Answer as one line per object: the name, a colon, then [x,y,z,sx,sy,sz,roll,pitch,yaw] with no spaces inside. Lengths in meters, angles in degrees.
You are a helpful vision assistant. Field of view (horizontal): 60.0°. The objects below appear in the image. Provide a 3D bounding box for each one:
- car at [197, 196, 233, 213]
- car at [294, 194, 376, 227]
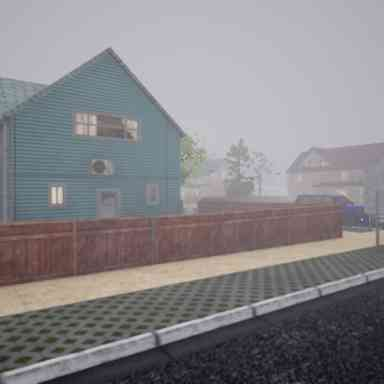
car: [2.481,1.248,32.153,2.097,1.767,4.553,0,0,-35]
car: [9.425,1.174,22.417,2.150,2.045,5.566,0,0,-36]
